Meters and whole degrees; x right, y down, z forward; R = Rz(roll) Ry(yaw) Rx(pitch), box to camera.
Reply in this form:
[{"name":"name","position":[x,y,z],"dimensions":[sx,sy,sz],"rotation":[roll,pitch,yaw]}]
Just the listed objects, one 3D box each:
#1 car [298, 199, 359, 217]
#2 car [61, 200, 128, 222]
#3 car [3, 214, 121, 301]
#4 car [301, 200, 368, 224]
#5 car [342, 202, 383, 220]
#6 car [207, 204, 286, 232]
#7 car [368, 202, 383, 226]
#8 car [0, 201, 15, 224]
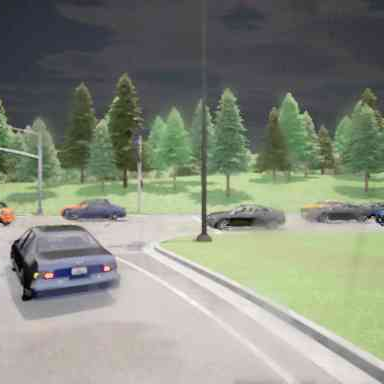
[{"name":"car","position":[12.888,1.486,31.557],"dimensions":[5.008,1.535,1.882],"rotation":[0,0,-6]},{"name":"car","position":[-7.374,1.541,25.805],"dimensions":[4.674,1.442,1.812],"rotation":[0,0,-6]},{"name":"car","position":[-3.468,1.553,8.488],"dimensions":[2.033,1.411,5.357],"rotation":[0,0,-32]},{"name":"car","position":[10.569,1.498,24.260],"dimensions":[4.902,1.511,2.128],"rotation":[0,0,-6]},{"name":"car","position":[15.322,1.570,28.303],"dimensions":[4.181,1.385,1.994],"rotation":[0,0,-6]},{"name":"car","position":[3.159,1.499,19.922],"dimensions":[4.902,1.511,2.128],"rotation":[0,0,-6]},{"name":"car","position":[14.275,1.481,21.146],"dimensions":[5.008,1.535,1.882],"rotation":[0,0,-6]},{"name":"car","position":[-14.091,1.368,21.547],"dimensions":[4.553,1.767,2.097],"rotation":[0,0,-6]}]
